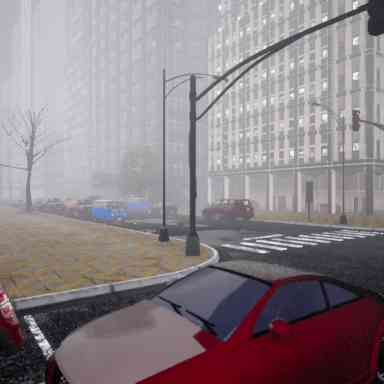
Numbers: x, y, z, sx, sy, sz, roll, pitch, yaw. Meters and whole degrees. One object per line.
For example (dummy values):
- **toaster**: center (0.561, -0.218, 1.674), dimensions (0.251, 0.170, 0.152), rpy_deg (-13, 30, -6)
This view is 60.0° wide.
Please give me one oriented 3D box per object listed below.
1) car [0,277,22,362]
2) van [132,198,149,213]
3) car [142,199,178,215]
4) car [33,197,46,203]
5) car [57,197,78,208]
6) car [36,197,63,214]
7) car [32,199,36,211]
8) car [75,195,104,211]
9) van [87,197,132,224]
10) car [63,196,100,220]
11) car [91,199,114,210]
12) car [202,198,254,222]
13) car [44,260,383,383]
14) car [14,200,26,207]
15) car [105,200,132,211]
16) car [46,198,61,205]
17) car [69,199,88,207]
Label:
- **car**: center (-4.209, 1.440, 3.554), dimensions (4.097, 1.590, 1.967), rpy_deg (0, 0, -36)
- **van**: center (-6.627, 1.586, 40.591), dimensions (1.690, 1.788, 3.998), rpy_deg (0, 0, -36)
- **car**: center (-3.245, 1.758, 36.004), dimensions (2.008, 1.369, 4.403), rpy_deg (0, 0, -36)
- **car**: center (-39.054, 2.063, 85.110), dimensions (1.882, 1.535, 5.008), rpy_deg (0, 0, -36)
- **car**: center (-20.749, 1.721, 55.225), dimensions (2.097, 1.767, 4.553), rpy_deg (0, 0, -36)
- **car**: center (-16.758, 1.584, 40.209), dimensions (2.192, 1.841, 5.009), rpy_deg (0, 0, -36)
- **car**: center (-20.138, 1.745, 44.796), dimensions (1.967, 1.590, 4.097), rpy_deg (0, 0, -36)
- **car**: center (-14.442, 1.524, 46.740), dimensions (2.150, 2.045, 5.566), rpy_deg (0, 0, -36)
- **van**: center (-6.615, 1.499, 26.451), dimensions (1.690, 1.788, 3.998), rpy_deg (0, 0, -36)
- **car**: center (-9.996, 1.510, 31.037), dimensions (2.192, 1.841, 5.009), rpy_deg (0, 0, -36)
- **car**: center (-13.489, 1.844, 49.900), dimensions (1.752, 1.417, 4.829), rpy_deg (0, 0, -36)
- **car**: center (2.931, 1.454, 27.625), dimensions (2.192, 1.841, 5.009), rpy_deg (0, 0, -36)
- **car**: center (0.592, 1.564, 3.801), dimensions (4.181, 1.385, 1.994), rpy_deg (0, 0, -36)
- **car**: center (-30.279, 1.994, 58.554), dimensions (1.802, 1.307, 4.206), rpy_deg (0, 0, -36)
- **car**: center (-10.006, 1.847, 45.177), dimensions (1.947, 1.339, 4.313), rpy_deg (0, 0, -36)
- **car**: center (-30.292, 2.061, 72.695), dimensions (1.947, 1.339, 4.313), rpy_deg (0, 0, -36)
- **car**: center (-20.149, 1.940, 58.935), dimensions (2.008, 1.369, 4.403), rpy_deg (0, 0, -36)
